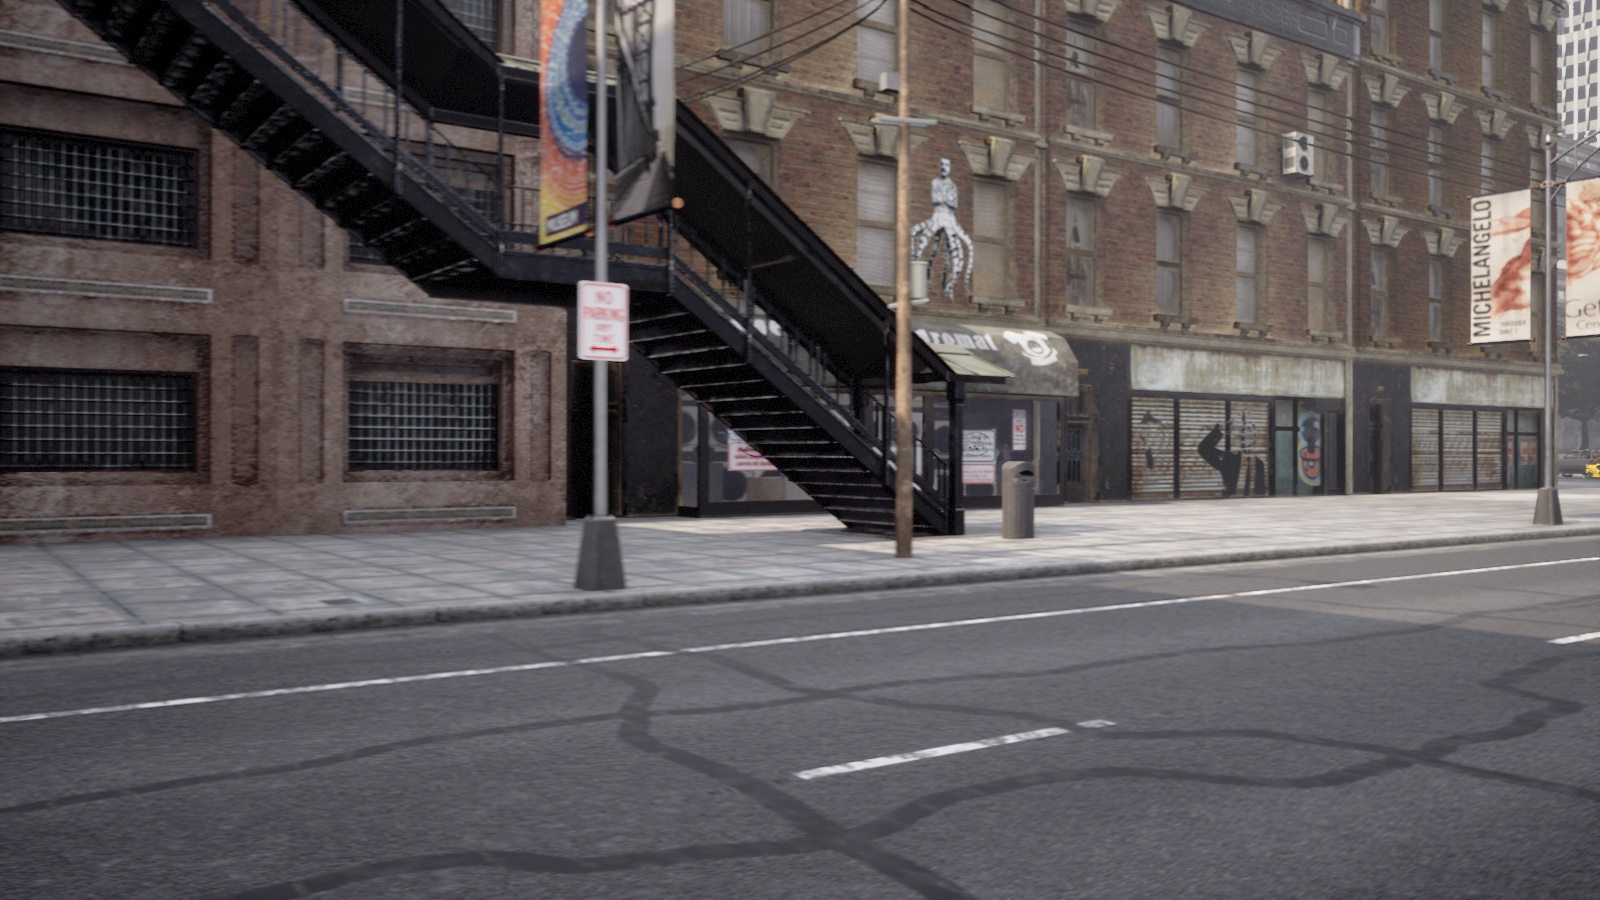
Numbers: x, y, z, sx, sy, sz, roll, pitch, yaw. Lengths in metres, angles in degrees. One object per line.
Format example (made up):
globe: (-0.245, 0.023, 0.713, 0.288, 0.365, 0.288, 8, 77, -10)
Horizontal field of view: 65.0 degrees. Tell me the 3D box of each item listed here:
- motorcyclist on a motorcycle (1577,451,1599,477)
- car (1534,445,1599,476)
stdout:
motorcyclist on a motorcycle: (46.904, 0.809, 73.777, 0.797, 1.523, 2.044, 0, 0, -21)
car: (48.690, 0.651, 78.424, 1.932, 1.855, 4.605, 0, 0, -24)
